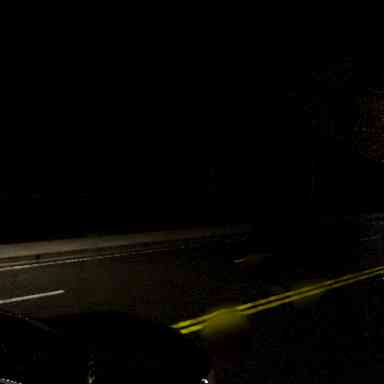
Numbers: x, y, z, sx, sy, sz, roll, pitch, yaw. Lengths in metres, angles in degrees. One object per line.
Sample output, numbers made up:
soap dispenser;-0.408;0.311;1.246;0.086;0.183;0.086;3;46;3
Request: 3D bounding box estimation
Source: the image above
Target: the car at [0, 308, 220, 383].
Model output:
car;-1.989;1.509;2.021;4.892;1.490;1.837;-1;0;-35
